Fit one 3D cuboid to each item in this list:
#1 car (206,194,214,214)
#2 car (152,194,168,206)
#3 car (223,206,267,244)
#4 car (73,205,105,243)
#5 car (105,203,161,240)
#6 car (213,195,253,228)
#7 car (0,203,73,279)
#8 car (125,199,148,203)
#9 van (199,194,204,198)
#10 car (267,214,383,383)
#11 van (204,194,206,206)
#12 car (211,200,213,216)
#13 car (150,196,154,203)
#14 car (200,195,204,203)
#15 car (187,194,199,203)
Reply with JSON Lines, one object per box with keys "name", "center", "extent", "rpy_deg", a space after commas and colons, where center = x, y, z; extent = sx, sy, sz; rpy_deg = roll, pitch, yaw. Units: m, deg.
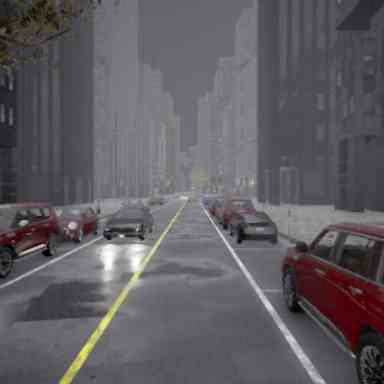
{"name": "car", "center": [2.798, 1.298, 32.231], "extent": [2.192, 1.841, 5.009], "rpy_deg": [0, 0, 0]}
{"name": "car", "center": [-5.702, 1.283, 54.288], "extent": [2.192, 1.841, 5.009], "rpy_deg": [0, 0, 0]}
{"name": "car", "center": [2.779, 1.558, 15.693], "extent": [1.947, 1.339, 4.313], "rpy_deg": [0, 0, 0]}
{"name": "car", "center": [-5.746, 1.426, 15.696], "extent": [1.967, 1.590, 4.097], "rpy_deg": [0, 0, 0]}
{"name": "car", "center": [-3.038, 1.535, 17.084], "extent": [2.033, 1.411, 5.357], "rpy_deg": [0, 0, 1]}
{"name": "car", "center": [2.785, 1.304, 21.206], "extent": [2.192, 1.841, 5.009], "rpy_deg": [0, 0, 0]}
{"name": "car", "center": [-5.753, 1.304, 10.183], "extent": [2.192, 1.841, 5.009], "rpy_deg": [0, 0, 0]}
{"name": "car", "center": [-5.727, 1.418, 32.236], "extent": [1.967, 1.590, 4.097], "rpy_deg": [0, 0, 0]}
{"name": "van", "center": [2.836, 1.310, 65.307], "extent": [1.690, 1.788, 3.998], "rpy_deg": [0, 0, 0]}
{"name": "car", "center": [2.766, 1.314, 4.668], "extent": [2.192, 1.841, 5.009], "rpy_deg": [0, 0, 0]}
{"name": "van", "center": [2.811, 1.319, 43.256], "extent": [1.690, 1.788, 3.998], "rpy_deg": [0, 0, 0]}
{"name": "car", "center": [2.792, 1.531, 26.718], "extent": [1.887, 1.381, 4.507], "rpy_deg": [0, 0, 0]}
{"name": "car", "center": [-5.721, 1.501, 37.579], "extent": [1.752, 1.417, 4.829], "rpy_deg": [0, 0, 0]}
{"name": "car", "center": [2.823, 1.539, 54.282], "extent": [1.947, 1.339, 4.313], "rpy_deg": [0, 0, 0]}
{"name": "car", "center": [0.076, 1.529, 66.572], "extent": [1.994, 1.385, 4.181], "rpy_deg": [0, 0, 0]}
